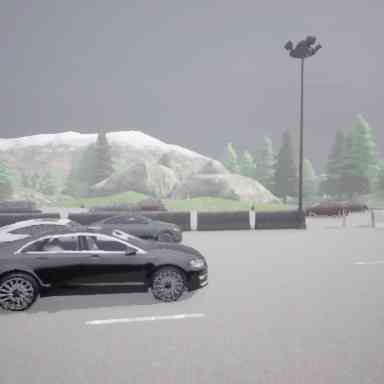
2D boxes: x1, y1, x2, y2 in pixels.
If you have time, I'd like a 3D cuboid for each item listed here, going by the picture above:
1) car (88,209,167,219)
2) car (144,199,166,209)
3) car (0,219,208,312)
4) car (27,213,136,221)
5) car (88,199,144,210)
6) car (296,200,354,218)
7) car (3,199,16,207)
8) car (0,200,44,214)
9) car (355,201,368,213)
[{"bbox_3d":[-2.526,1.629,14.440,4.181,1.385,1.994,0,0,-10],"label":"car"},{"bbox_3d":[-5.036,1.520,35.540,4.553,1.767,2.097,0,0,-10],"label":"car"},{"bbox_3d":[-2.098,1.525,7.401,4.902,1.511,2.128,0,0,-10],"label":"car"},{"bbox_3d":[-4.252,1.576,10.562,4.674,1.442,1.812,0,0,-10],"label":"car"},{"bbox_3d":[-7.333,1.657,31.549,4.902,1.511,2.128,0,0,-10],"label":"car"},{"bbox_3d":[12.340,1.640,31.628,5.008,1.535,1.882,0,0,-10],"label":"car"},{"bbox_3d":[-38.668,2.333,70.500,1.812,1.442,4.674,1,-3,-20],"label":"car"},{"bbox_3d":[-14.594,1.488,26.653,4.553,1.767,2.097,0,0,-10],"label":"car"},{"bbox_3d":[18.738,1.739,39.937,4.674,1.442,1.812,0,0,-10],"label":"car"}]
